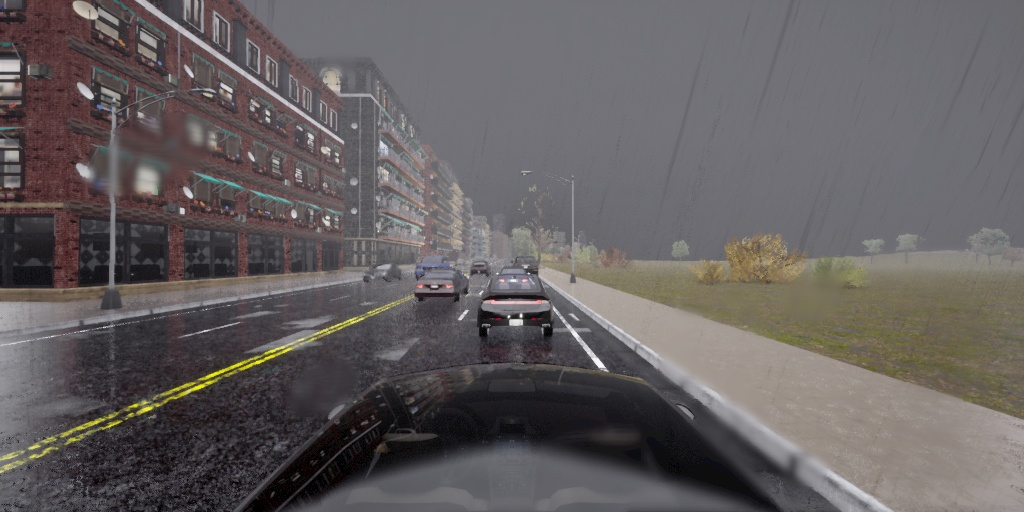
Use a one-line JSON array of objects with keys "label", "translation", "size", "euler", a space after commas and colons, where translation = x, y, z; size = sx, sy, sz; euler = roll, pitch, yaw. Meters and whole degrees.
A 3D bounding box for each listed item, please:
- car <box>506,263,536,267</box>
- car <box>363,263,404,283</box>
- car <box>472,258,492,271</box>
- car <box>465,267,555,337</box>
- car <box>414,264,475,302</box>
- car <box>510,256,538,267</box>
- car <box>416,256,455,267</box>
[{"label": "car", "translation": [0.065, 1.300, 20.721], "size": [2.033, 1.411, 5.357], "euler": [0, 0, 0]}, {"label": "car", "translation": [-9.905, 1.279, 27.847], "size": [1.812, 1.442, 4.674], "euler": [0, 0, 0]}, {"label": "car", "translation": [-3.224, 1.260, 37.245], "size": [1.837, 1.490, 4.892], "euler": [0, 0, 0]}, {"label": "car", "translation": [0.083, 1.243, 10.281], "size": [2.128, 1.511, 4.902], "euler": [0, 0, 0]}, {"label": "car", "translation": [-3.179, 1.299, 17.081], "size": [2.033, 1.411, 5.357], "euler": [0, 0, 0]}, {"label": "car", "translation": [1.077, 0.979, 30.933], "size": [2.150, 2.045, 5.566], "euler": [0, 0, 0]}, {"label": "car", "translation": [-6.661, 0.975, 30.669], "size": [2.150, 2.045, 5.566], "euler": [0, 0, 0]}]
